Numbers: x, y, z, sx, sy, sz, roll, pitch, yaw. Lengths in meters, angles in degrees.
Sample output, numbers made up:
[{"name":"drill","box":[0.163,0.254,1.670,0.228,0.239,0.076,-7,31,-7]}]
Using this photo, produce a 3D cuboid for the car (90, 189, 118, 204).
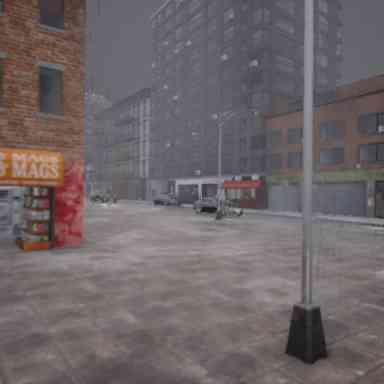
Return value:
[{"name":"car","box":[-12.412,0.586,47.210,2.150,2.045,5.566,1,0,-35]}]

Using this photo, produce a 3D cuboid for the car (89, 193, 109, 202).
[{"name":"car","box":[-15.936,0.872,57.124,1.812,1.442,4.674,1,0,-35]}]

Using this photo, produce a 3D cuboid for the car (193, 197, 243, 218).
[{"name":"car","box":[2.009,1.196,26.641,2.128,1.511,4.902,1,0,-35]}]

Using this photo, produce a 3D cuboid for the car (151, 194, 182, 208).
[{"name":"car","box":[-3.076,1.030,38.943,2.128,1.511,4.902,1,0,-35]}]
